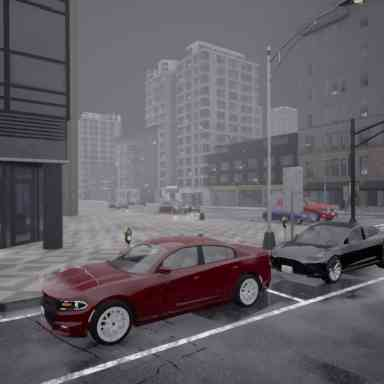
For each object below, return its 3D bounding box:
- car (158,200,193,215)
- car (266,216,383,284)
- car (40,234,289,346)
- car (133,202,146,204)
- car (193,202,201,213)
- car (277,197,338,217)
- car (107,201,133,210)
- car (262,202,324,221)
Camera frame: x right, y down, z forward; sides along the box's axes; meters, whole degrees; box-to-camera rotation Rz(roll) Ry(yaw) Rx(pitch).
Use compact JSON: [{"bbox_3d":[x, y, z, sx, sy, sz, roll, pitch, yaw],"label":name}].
[{"bbox_3d":[-2.311,1.810,40.600,2.097,1.767,4.553,0,-1,-35],"label":"car"},{"bbox_3d":[4.159,1.564,9.619,4.313,1.339,1.947,0,0,-36],"label":"car"},{"bbox_3d":[-0.436,1.544,6.342,4.507,1.381,1.887,0,0,-36],"label":"car"},{"bbox_3d":[-9.659,1.838,56.765,2.033,1.411,5.357,0,0,-35],"label":"car"},{"bbox_3d":[-0.609,1.965,43.825,1.837,1.490,4.892,0,0,-35],"label":"car"},{"bbox_3d":[9.796,1.456,29.111,2.150,2.045,5.566,0,0,-35],"label":"car"},{"bbox_3d":[-12.309,2.260,54.887,2.033,1.411,5.357,0,0,-35],"label":"car"},{"bbox_3d":[7.653,1.767,26.517,1.812,1.442,4.674,0,0,-35],"label":"car"}]
